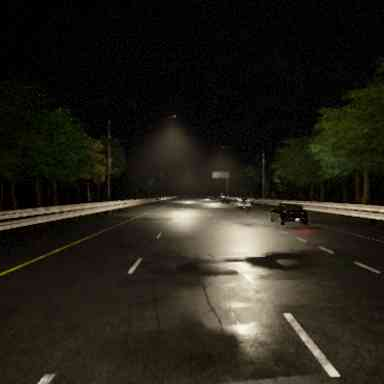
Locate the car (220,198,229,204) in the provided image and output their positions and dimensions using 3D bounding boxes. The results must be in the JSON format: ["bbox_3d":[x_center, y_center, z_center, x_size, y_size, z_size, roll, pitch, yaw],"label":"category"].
[{"bbox_3d":[7.316,1.993,74.874,2.128,1.511,4.902,0,0,0],"label":"car"}]

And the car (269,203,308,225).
[{"bbox_3d":[7.036,1.599,24.578,1.837,1.490,4.892,0,0,0],"label":"car"}]

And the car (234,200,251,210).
[{"bbox_3d":[7.128,1.856,47.432,1.895,1.301,4.718,0,0,0],"label":"car"}]
